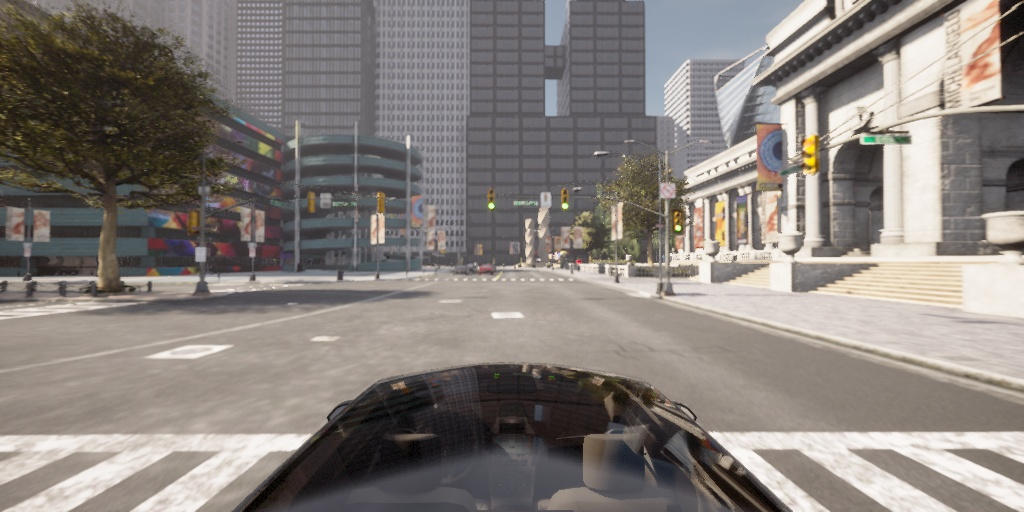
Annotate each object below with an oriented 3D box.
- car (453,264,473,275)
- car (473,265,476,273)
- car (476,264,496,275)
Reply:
[{"bbox_3d":[-7.117,1.942,50.679,1.837,1.490,4.892,0,-1,0],"label":"car"},{"bbox_3d":[-7.071,2.122,60.421,2.033,1.411,5.357,0,-1,0],"label":"car"},{"bbox_3d":[-3.619,1.915,50.703,1.882,1.535,5.008,0,-1,0],"label":"car"}]
